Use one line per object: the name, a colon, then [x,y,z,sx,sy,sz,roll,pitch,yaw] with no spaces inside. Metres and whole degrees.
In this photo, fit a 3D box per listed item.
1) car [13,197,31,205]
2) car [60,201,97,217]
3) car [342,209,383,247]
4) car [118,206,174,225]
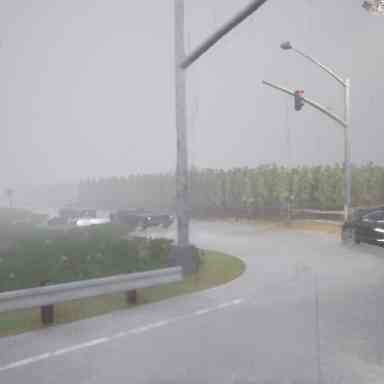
car: [-27.873,1.493,54.666,1.812,1.442,4.674,-1,1,-40]
car: [-9.477,1.491,27.554,1.994,1.385,4.181,-1,1,-40]
car: [7.032,1.301,11.331,2.128,1.511,4.902,0,0,-6]
car: [-3.093,1.496,19.908,1.895,1.301,4.718,-1,1,-40]
